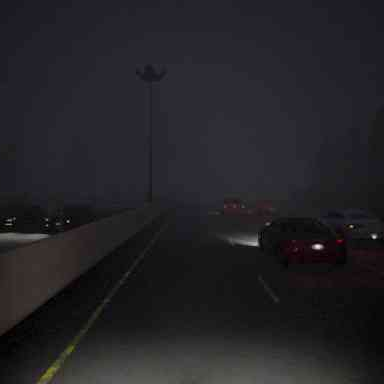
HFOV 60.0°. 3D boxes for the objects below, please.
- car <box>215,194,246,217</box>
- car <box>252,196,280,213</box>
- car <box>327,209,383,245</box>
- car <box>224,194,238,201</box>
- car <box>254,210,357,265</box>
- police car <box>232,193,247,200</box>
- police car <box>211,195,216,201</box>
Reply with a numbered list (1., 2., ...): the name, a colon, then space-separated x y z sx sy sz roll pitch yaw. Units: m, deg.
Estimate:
1. car: 3.596 1.283 30.357 2.097 1.767 4.553 0 0 0
2. car: 7.096 1.404 32.222 1.882 1.535 5.008 0 0 0
3. car: 7.083 1.491 15.245 1.812 1.442 4.674 0 0 0
4. car: 9.851 1.316 83.393 1.837 1.490 4.892 0 0 27
5. car: 3.599 1.538 11.515 1.994 1.385 4.181 0 0 0
6. police car: 12.707 1.225 88.510 1.930 1.638 5.238 0 0 31
7. police car: 5.904 1.256 74.783 1.930 1.638 5.238 0 0 22
